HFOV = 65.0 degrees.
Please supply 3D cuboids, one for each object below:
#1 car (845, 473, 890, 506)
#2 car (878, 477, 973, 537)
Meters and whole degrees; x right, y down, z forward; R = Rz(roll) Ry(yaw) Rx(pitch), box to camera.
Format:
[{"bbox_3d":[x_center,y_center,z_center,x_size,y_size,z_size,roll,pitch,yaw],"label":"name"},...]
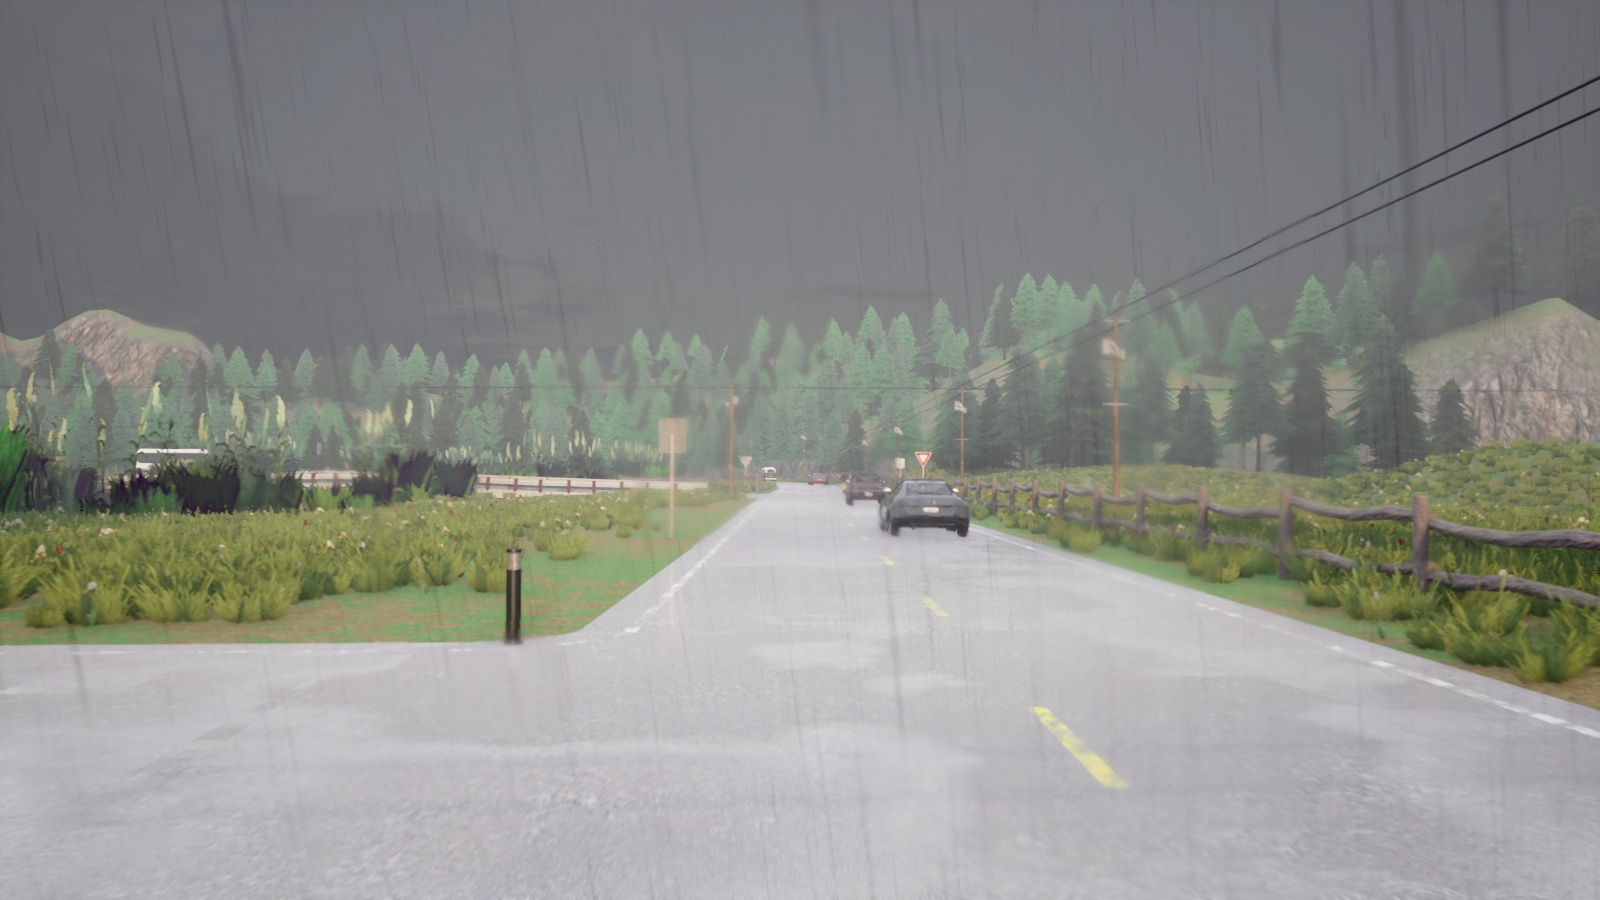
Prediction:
[{"bbox_3d":[3.061,1.780,57.573,1.816,1.474,4.193,0,-1,0],"label":"car"},{"bbox_3d":[3.121,1.402,32.001,1.994,1.385,4.181,0,-1,0],"label":"car"}]
